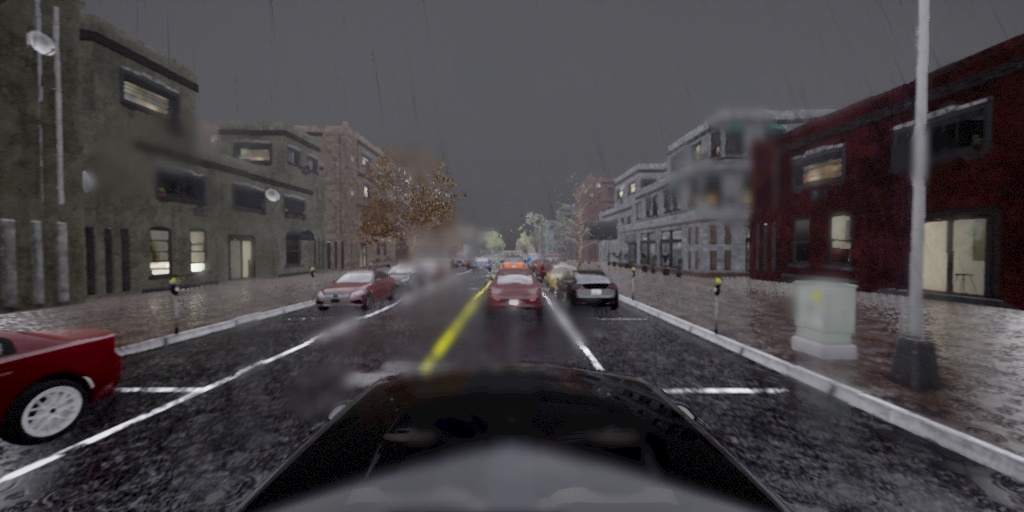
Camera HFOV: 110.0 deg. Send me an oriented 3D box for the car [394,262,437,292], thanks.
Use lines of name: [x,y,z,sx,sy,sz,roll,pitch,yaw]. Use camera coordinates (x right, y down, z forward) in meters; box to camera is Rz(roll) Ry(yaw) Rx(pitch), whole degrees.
car: [-5.649,1.079,19.153,2.007,1.370,4.403,0,0,0]

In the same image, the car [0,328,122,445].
car: [-5.685,1.284,2.510,1.888,1.381,4.507,0,0,0]

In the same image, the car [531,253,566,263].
car: [2.744,0.774,24.685,2.192,1.841,5.009,0,0,0]

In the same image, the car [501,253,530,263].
car: [0.146,0.751,29.433,2.097,1.767,4.553,0,1,0]

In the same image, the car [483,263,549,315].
car: [0.100,1.137,12.630,1.812,1.442,4.674,0,1,0]

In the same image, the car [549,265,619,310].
car: [2.720,1.166,13.589,1.948,1.339,4.313,0,0,0]

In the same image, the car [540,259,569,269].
car: [2.733,1.055,19.306,1.751,1.417,4.829,0,0,0]

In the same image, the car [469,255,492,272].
car: [-3.020,0.827,37.080,1.812,1.442,4.674,0,1,0]

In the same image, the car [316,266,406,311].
car: [-5.661,1.180,13.605,1.802,1.307,4.207,0,0,0]

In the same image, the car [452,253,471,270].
car: [-5.599,0.562,41.345,2.192,1.841,5.009,0,0,0]

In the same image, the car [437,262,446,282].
car: [-5.636,1.040,24.701,1.802,1.307,4.207,0,0,0]
